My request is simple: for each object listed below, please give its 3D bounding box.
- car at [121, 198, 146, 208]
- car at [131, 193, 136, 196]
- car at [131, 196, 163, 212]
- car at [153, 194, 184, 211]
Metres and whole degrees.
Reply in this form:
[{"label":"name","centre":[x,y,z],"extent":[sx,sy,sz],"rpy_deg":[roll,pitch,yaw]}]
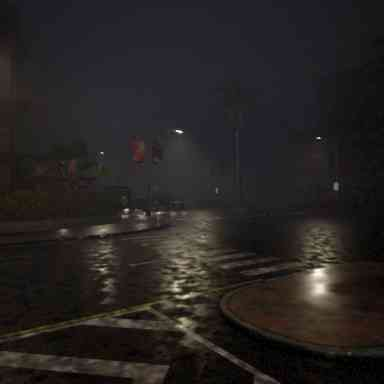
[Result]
[{"label":"car","centre":[-8.782,1.597,49.841],"extent":[1.895,1.301,4.718],"rpy_deg":[0,0,-34]},{"label":"car","centre":[-13.392,1.214,68.455],"extent":[2.150,2.045,5.566],"rpy_deg":[0,0,-39]},{"label":"car","centre":[-5.641,1.522,39.190],"extent":[1.812,1.442,4.674],"rpy_deg":[0,0,-35]},{"label":"car","centre":[-3.195,1.217,41.829],"extent":[2.150,2.045,5.566],"rpy_deg":[0,0,-35]}]
